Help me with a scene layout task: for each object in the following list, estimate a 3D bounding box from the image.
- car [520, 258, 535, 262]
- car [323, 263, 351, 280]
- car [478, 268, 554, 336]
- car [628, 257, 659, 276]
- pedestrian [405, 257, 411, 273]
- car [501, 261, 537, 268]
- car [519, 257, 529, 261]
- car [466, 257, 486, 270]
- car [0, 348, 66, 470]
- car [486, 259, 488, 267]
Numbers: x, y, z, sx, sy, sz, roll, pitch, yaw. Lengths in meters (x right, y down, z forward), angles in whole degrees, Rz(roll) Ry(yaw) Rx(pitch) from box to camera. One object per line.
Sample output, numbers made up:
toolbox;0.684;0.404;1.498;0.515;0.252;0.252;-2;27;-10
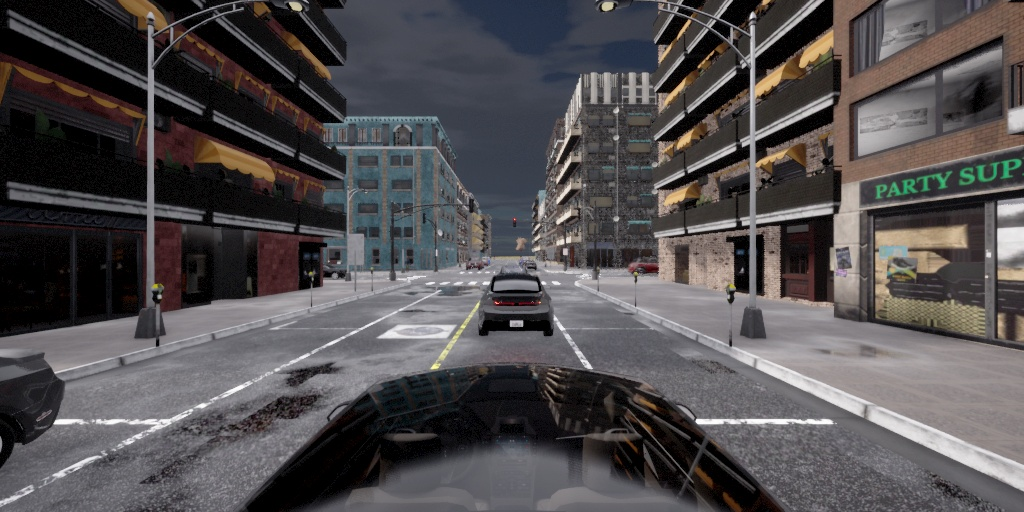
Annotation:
car;2.551;1.303;50.943;1.948;1.339;4.313;0;0;0
car;-17.657;1.420;33.368;5.008;1.535;1.882;-1;0;0
car;0.094;1.254;10.367;1.837;1.490;4.892;0;0;0
car;13.175;0.913;33.140;4.553;1.767;2.097;-1;0;0
pedestrian;-12.162;1.029;41.689;0.375;1.860;0.375;0;1;0
car;0.096;1.239;19.702;2.128;1.511;4.902;0;0;0
car;2.548;1.312;62.047;1.802;1.307;4.207;0;0;0
car;-5.329;1.051;50.941;2.192;1.841;5.009;0;0;0
car;-5.315;1.300;1.691;2.007;1.370;4.403;0;0;0
car;-5.331;1.278;56.493;1.888;1.381;4.507;0;0;0
